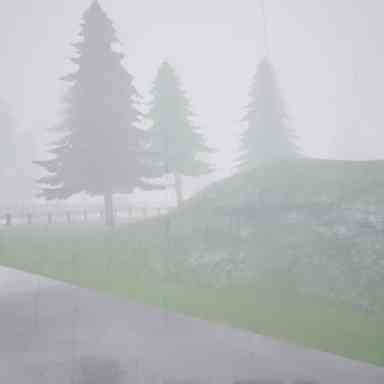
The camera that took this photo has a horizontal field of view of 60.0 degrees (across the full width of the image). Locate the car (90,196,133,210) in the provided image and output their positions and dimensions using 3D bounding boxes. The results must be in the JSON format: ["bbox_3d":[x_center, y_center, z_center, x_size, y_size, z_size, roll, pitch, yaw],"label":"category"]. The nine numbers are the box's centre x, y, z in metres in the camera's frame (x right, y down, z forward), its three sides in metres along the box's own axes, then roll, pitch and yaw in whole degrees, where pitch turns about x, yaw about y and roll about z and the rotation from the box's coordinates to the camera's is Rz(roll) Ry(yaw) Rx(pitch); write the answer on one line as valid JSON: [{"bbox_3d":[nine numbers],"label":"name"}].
[{"bbox_3d":[-8.903,1.247,36.679,4.553,1.767,2.097,0,0,-41],"label":"car"}]
